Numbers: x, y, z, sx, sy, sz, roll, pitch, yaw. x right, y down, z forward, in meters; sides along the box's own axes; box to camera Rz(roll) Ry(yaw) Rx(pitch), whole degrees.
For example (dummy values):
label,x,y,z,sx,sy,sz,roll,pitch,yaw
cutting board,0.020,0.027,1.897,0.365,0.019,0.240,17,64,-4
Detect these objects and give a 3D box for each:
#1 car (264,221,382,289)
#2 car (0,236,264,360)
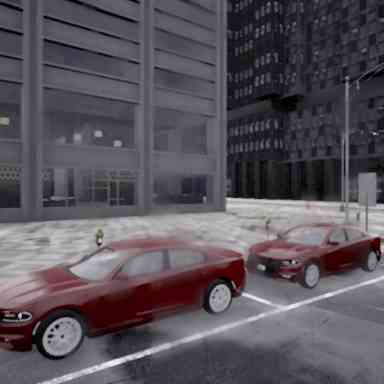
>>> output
label,x,y,z,sx,sy,sz,roll,pitch,yaw
car,3.467,1.538,9.163,4.507,1.381,1.887,0,0,-36
car,-1.022,1.542,5.942,4.507,1.381,1.887,0,0,-36
